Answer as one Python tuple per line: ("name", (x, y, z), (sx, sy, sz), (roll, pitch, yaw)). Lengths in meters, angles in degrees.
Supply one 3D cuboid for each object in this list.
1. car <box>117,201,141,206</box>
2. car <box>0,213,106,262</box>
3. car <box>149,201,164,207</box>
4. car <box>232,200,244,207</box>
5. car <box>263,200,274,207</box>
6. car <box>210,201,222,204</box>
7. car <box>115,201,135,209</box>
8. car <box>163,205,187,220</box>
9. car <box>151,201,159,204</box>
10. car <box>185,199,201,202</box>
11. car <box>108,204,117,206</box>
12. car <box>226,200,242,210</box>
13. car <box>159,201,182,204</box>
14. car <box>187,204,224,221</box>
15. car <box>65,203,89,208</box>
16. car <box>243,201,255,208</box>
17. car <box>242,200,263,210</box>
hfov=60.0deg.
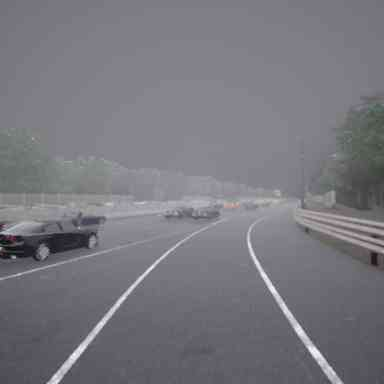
("car", (-9.857, 2.616, 55.313), (2.128, 1.511, 4.902), (-1, -1, 20))
("car", (-6.026, 1.900, 14.210), (1.882, 1.535, 5.008), (-1, -1, 20))
("car", (-9.320, 3.178, 87.638), (1.812, 1.442, 4.674), (-1, -1, 20))
("car", (11.563, 2.831, 83.653), (2.097, 1.767, 4.553), (-1, -1, 20))
("car", (18.166, 2.922, 81.324), (2.128, 1.511, 4.902), (-1, -1, 20))
("car", (4.751, 2.543, 64.753), (2.097, 1.767, 4.553), (-1, -1, 20))
("car", (-14.649, 2.801, 72.857), (2.097, 1.767, 4.553), (-1, -1, 20))
("car", (-1.393, 2.323, 37.381), (2.033, 1.411, 5.357), (-1, -1, 20))
("car", (-7.879, 2.873, 70.992), (1.837, 1.490, 4.892), (-1, -1, 20))
("car", (0.740, 2.777, 84.595), (2.150, 2.045, 5.566), (-1, -1, 20))
("car", (-13.250, 2.724, 56.205), (1.994, 1.385, 4.181), (-1, -1, 20))
("car", (8.043, 2.503, 63.566), (2.097, 1.767, 4.553), (-1, -1, 20))
("car", (-4.550, 2.812, 69.908), (1.882, 1.535, 5.008), (-1, -1, 20))
("car", (1.595, 2.271, 35.348), (2.033, 1.411, 5.357), (-1, -1, 20))
("car", (-20.013, 2.727, 58.050), (2.128, 1.511, 4.902), (-1, -1, 20))
("car", (13.515, 2.876, 78.741), (1.837, 1.490, 4.892), (-1, -1, 20))
("car", (11.356, 2.604, 62.434), (2.128, 1.511, 4.902), (-1, -1, 20))
